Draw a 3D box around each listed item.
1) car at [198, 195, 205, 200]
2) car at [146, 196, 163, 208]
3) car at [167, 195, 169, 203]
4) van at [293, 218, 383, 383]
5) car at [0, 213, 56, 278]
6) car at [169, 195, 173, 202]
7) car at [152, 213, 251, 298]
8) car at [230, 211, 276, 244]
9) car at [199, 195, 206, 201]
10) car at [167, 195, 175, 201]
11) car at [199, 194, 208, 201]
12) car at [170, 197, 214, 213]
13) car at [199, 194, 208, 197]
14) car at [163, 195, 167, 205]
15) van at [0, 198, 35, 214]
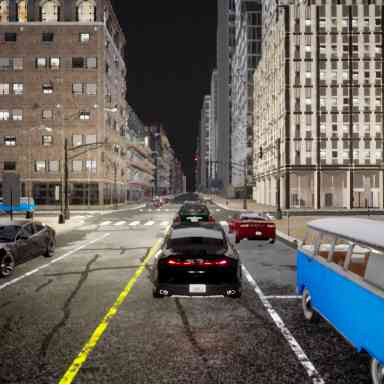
[{"bbox_3d":[2.764,1.523,93.400,1.802,1.307,4.206,1,0,0],"label":"car"},{"bbox_3d":[-5.648,1.572,48.194,1.802,1.307,4.206,1,0,0],"label":"car"},{"bbox_3d":[-5.640,1.561,59.498,1.802,1.307,4.206,1,0,0],"label":"car"},{"bbox_3d":[2.704,1.342,4.591,1.690,1.788,3.998,1,0,0],"label":"van"},{"bbox_3d":[-5.675,1.567,10.179,1.947,1.339,4.313,1,0,0],"label":"car"},{"bbox_3d":[-5.632,1.518,70.800,2.008,1.369,4.403,1,0,0],"label":"car"},{"bbox_3d":[0.107,1.506,8.473,1.837,1.490,4.892,0,0,0],"label":"car"},{"bbox_3d":[2.710,1.545,15.744,1.887,1.381,4.507,1,0,0],"label":"car"},{"bbox_3d":[2.761,1.473,87.918,1.752,1.417,4.829,1,0,0],"label":"car"},{"bbox_3d":[-5.620,1.474,87.586,1.752,1.417,4.829,1,0,0],"label":"car"},{"bbox_3d":[2.758,1.395,82.097,1.967,1.590,4.097,1,0,0],"label":"car"},{"bbox_3d":[0.082,1.352,17.566,2.097,1.767,4.553,0,0,-1],"label":"car"},{"bbox_3d":[2.741,1.530,59.491,2.008,1.369,4.403,1,0,0],"label":"car"},{"bbox_3d":[-5.642,1.425,53.847,1.967,1.590,4.097,1,0,0],"label":"car"},{"bbox_3d":[-19.711,1.525,37.074,3.998,1.788,1.690,0,0,1],"label":"van"}]
